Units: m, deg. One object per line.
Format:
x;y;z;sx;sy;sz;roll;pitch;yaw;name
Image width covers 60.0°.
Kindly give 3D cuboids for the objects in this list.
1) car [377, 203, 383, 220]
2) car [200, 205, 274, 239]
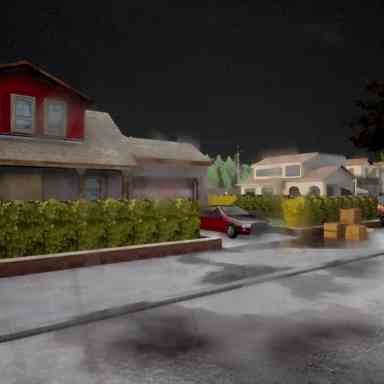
14.754;1.352;28.072;2.097;1.767;4.553;0;0;-36;car
1.536;1.356;16.530;2.033;1.415;5.357;0;0;-33;car
